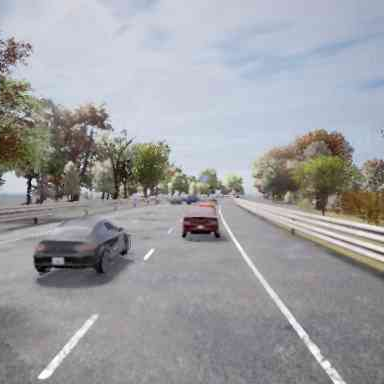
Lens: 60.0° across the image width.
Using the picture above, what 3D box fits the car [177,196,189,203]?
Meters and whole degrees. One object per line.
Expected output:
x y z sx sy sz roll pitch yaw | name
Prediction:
-2.015 1.695 76.780 2.128 1.511 4.902 0 0 7 | car

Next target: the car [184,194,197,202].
0.299 1.493 65.740 2.150 2.045 5.566 0 0 6 | car

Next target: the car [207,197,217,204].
4.304 1.804 70.348 1.837 1.490 4.892 0 0 7 | car

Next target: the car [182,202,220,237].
0.515 1.549 18.542 1.882 1.535 5.008 0 0 2 | car

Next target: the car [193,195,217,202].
1.621 1.506 38.633 2.097 1.767 4.553 0 0 4 | car

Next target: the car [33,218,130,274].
-3.268 1.556 10.580 1.812 1.442 4.674 0 0 2 | car

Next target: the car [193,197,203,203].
1.466 1.772 76.411 1.895 1.301 4.718 0 0 7 | car

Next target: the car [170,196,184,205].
-3.146 1.770 66.454 2.128 1.511 4.902 0 0 6 | car
